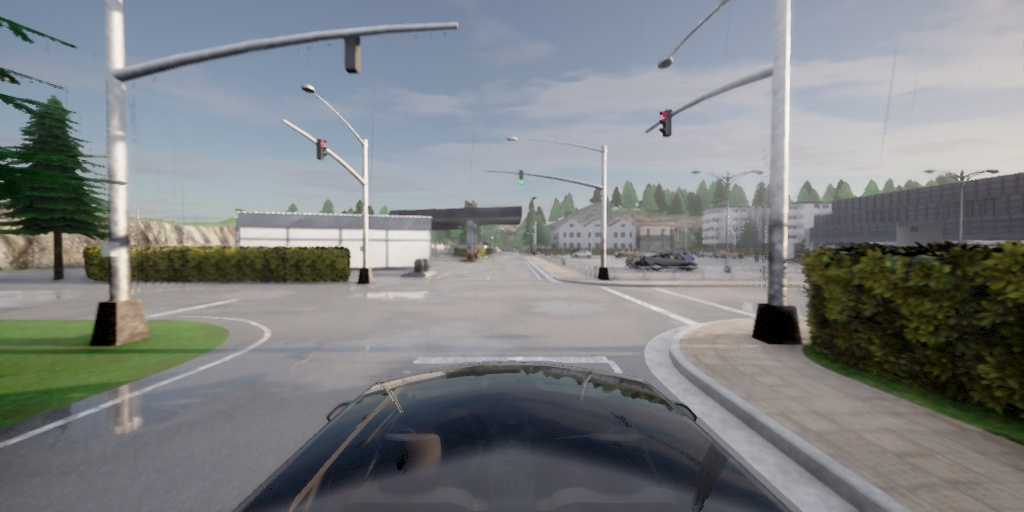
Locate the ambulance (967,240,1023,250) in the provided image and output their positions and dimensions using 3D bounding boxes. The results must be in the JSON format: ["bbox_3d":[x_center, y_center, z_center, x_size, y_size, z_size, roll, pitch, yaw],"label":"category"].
[{"bbox_3d":[22.953,0.508,16.193,6.366,2.431,2.351,0,1,-1],"label":"ambulance"}]
